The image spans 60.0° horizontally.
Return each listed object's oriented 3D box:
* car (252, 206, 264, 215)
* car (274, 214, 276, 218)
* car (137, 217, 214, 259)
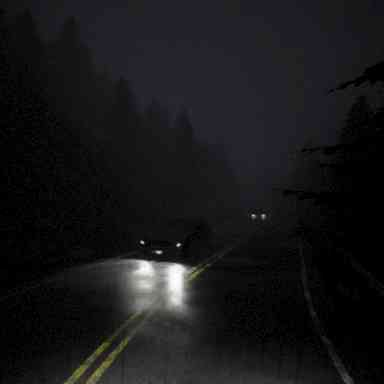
[{"bbox_3d":[11.009,3.018,55.874,1.882,1.535,5.008,1,-2,9],"label":"car"},{"bbox_3d":[12.149,2.863,45.305,2.033,1.411,5.357,1,-1,15],"label":"car"},{"bbox_3d":[-0.408,1.818,14.281,2.033,1.411,5.357,1,-1,17],"label":"car"}]
